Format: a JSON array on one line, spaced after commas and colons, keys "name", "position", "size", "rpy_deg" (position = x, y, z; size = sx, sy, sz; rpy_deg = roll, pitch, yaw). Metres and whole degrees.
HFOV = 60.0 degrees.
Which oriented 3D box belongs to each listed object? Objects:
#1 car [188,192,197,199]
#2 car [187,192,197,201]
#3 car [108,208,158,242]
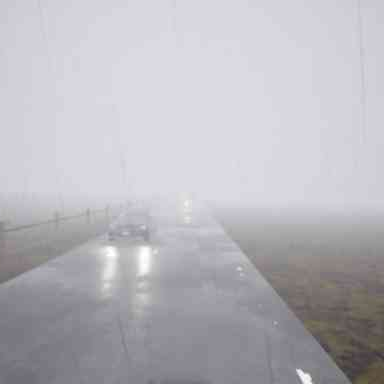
[{"name": "car", "position": [0.069, 0.787, 80.441], "size": [2.128, 1.511, 4.902], "rpy_deg": [0, 1, 0]}, {"name": "car", "position": [0.044, 1.050, 70.433], "size": [1.812, 1.442, 4.674], "rpy_deg": [0, 1, 0]}, {"name": "car", "position": [-2.782, 1.519, 16.480], "size": [1.812, 1.442, 4.674], "rpy_deg": [0, 0, 1]}]
